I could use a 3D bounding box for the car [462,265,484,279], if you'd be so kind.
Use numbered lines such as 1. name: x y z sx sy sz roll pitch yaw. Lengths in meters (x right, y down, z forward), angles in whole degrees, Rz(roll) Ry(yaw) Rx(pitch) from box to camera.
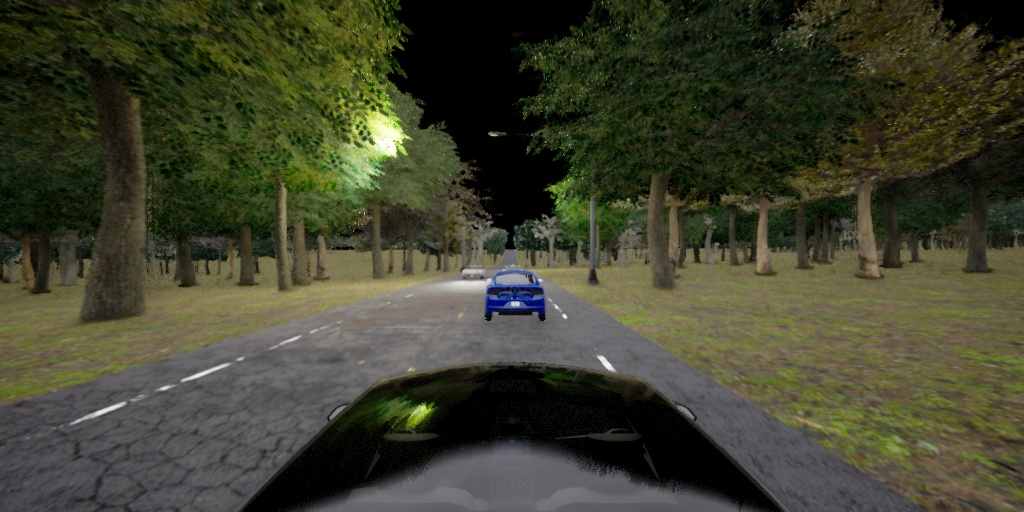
1. car: -3.495 1.490 33.595 1.895 1.301 4.718 0 -1 0

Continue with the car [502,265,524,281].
1. car: 0.104 1.483 33.085 1.895 1.301 4.718 0 -1 0

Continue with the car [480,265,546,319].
1. car: 0.100 1.236 12.799 1.882 1.535 5.008 0 0 0
